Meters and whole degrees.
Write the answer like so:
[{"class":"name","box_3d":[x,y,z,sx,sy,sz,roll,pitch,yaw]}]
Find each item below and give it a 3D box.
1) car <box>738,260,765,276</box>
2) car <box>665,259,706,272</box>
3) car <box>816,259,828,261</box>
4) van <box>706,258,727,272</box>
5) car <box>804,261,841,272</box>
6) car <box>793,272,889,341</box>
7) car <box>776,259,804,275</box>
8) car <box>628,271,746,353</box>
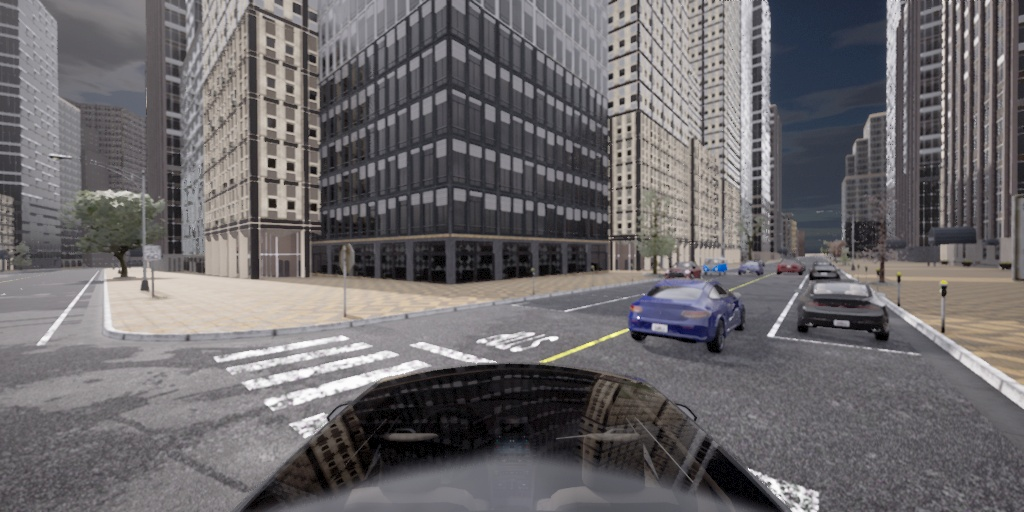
[{"class":"car","box_3d":[25.110,1.258,37.619,1.812,1.442,4.674,0,0,41]},{"class":"car","box_3d":[13.523,1.171,28.245,1.967,1.591,4.097,0,0,41]},{"class":"car","box_3d":[34.573,1.307,39.915,1.948,1.339,4.313,0,0,41]},{"class":"van","box_3d":[20.868,1.068,36.810,1.690,1.789,3.998,0,0,41]},{"class":"car","box_3d":[23.552,1.313,27.066,1.948,1.339,4.313,0,0,41]},{"class":"car","box_3d":[8.957,1.303,9.851,2.007,1.370,4.403,0,0,41]},{"class":"car","box_3d":[29.430,1.089,37.917,2.097,1.767,4.553,0,0,41]},{"class":"car","box_3d":[4.451,1.273,8.924,1.812,1.442,4.674,0,0,41]}]
